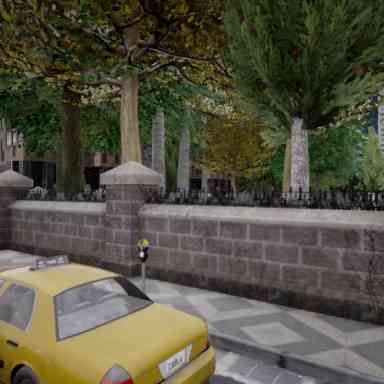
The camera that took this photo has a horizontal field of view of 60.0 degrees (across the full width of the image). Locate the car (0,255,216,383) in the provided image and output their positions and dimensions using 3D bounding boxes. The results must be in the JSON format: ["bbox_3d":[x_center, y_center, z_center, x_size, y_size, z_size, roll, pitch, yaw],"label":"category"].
[{"bbox_3d":[-2.027,1.525,4.404,4.829,1.417,1.752,0,0,35],"label":"car"}]
